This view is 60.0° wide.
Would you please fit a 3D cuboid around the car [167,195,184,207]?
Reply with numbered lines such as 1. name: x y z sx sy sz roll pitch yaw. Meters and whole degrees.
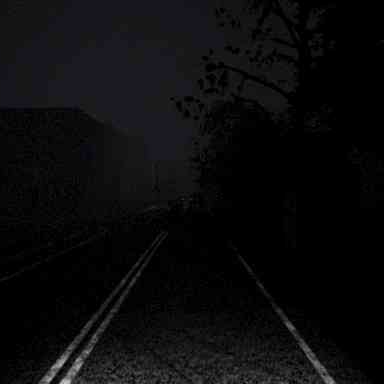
1. car: -2.625 1.374 48.957 1.882 1.535 5.008 0 0 2

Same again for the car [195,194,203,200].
1. car: 1.697 1.233 82.064 2.033 1.411 5.357 0 0 2

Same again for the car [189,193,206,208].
1. car: 0.752 1.129 46.937 2.150 2.045 5.566 0 0 2

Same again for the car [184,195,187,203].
1. car: -2.063 1.309 65.305 1.837 1.490 4.892 0 1 2
